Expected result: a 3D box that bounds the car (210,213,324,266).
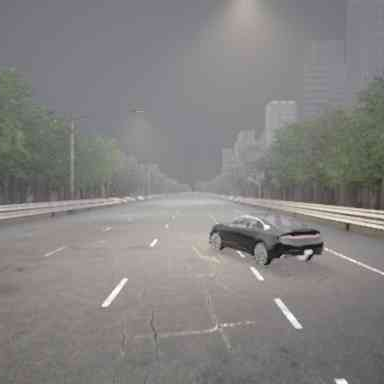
[{"bbox_3d":[2.343,1.501,11.748,2.128,1.511,4.902,1,0,-24],"label":"car"}]
